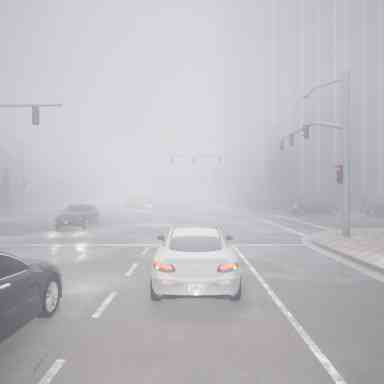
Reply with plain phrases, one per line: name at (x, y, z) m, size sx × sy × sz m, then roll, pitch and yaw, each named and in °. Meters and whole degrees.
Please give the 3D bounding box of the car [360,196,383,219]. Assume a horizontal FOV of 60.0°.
car at (17.711, 1.221, 29.026) m, size 5.566 × 2.045 × 2.150 m, roll 0°, pitch 0°, yaw 0°

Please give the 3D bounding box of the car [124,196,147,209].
car at (-7.775, 1.351, 44.853) m, size 2.097 × 1.767 × 4.553 m, roll 0°, pitch 0°, yaw -1°

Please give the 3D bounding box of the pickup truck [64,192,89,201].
pickup truck at (-24.658, 1.057, 70.241) m, size 2.390 × 2.098 × 6.274 m, roll 0°, pitch 0°, yaw 30°

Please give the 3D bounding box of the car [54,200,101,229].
car at (-7.278, 1.504, 21.517) m, size 1.837 × 1.490 × 4.892 m, roll 0°, pitch 0°, yaw -1°

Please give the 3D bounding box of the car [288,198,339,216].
car at (11.772, 1.351, 32.482) m, size 4.553 × 1.767 × 2.097 m, roll 0°, pitch 0°, yaw 0°

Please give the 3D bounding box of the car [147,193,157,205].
car at (-7.959, 1.491, 59.356) m, size 2.128 × 1.511 × 4.902 m, roll 0°, pitch 0°, yaw -1°

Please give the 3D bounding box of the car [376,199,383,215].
car at (20.998, 1.477, 32.548) m, size 5.008 × 1.535 × 1.882 m, roll 0°, pitch 0°, yaw 0°

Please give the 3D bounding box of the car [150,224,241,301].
car at (0.078, 1.526, 8.188) m, size 1.812 × 1.442 × 4.674 m, roll 0°, pitch 0°, yaw 0°

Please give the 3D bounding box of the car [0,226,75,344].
car at (-3.436, 1.505, 4.538) m, size 1.837 × 1.490 × 4.892 m, roll 0°, pitch 0°, yaw 0°

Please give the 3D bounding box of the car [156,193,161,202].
car at (-8.070, 1.220, 72.776) m, size 2.150 × 2.045 × 5.566 m, roll 0°, pitch 0°, yaw -1°

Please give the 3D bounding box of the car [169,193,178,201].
car at (-4.747, 1.224, 85.462) m, size 2.150 × 2.045 × 5.566 m, roll 0°, pitch 0°, yaw -1°
